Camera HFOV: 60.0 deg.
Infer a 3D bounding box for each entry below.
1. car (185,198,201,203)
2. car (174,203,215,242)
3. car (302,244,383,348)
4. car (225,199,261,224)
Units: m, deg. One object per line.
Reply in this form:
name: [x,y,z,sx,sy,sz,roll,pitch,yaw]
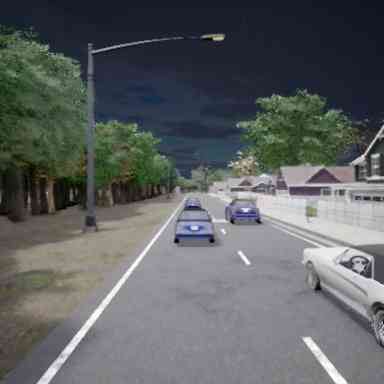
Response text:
car: [0.103,1.389,40.365,1.994,1.385,4.181,0,0,0]
car: [0.102,1.505,16.096,2.033,1.411,5.357,0,0,0]
car: [3.602,1.590,6.023,1.895,1.301,4.718,0,0,0]
car: [3.604,1.269,24.360,2.097,1.767,4.553,0,0,0]
